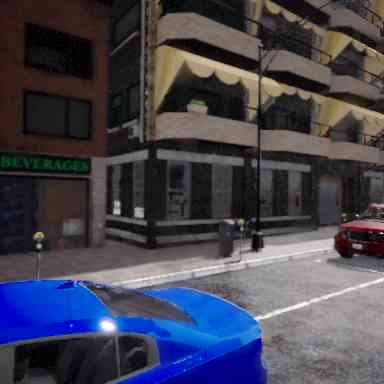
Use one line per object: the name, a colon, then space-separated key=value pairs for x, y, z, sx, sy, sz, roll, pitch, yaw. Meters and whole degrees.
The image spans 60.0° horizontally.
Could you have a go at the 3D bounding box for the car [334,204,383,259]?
car: x=7.092 y=1.343 z=11.593 sx=5.009 sy=1.841 sz=2.192 roll=0 pitch=1 yaw=-35

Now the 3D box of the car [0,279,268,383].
car: x=-1.674 y=1.477 z=2.179 sx=5.008 sy=1.535 sz=1.882 roll=0 pitch=0 yaw=-35
